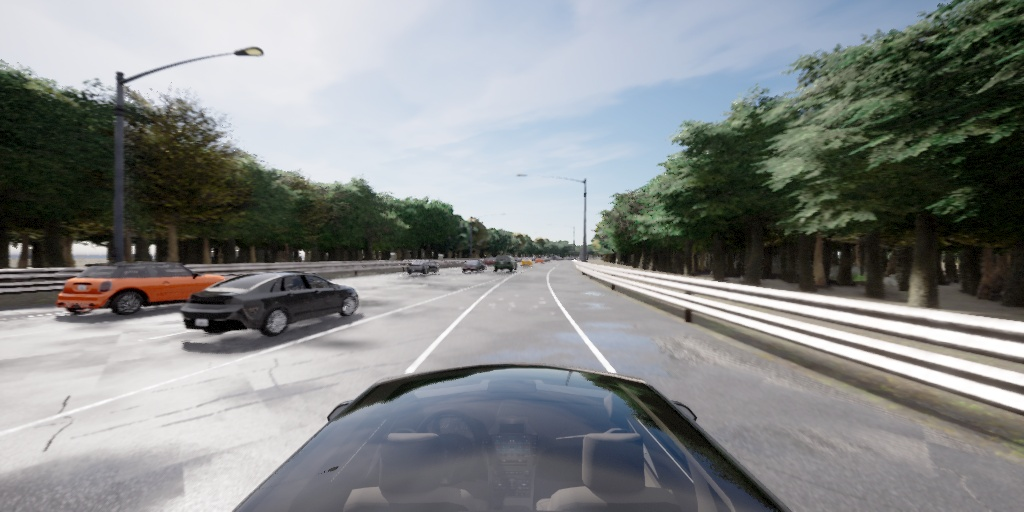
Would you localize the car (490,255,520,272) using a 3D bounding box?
[{"bbox_3d":[-0.765,0.956,44.717,2.150,2.045,5.566,0,0,9],"label":"car"}]

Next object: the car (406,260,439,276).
[{"bbox_3d":[-9.110,1.179,36.894,2.128,1.511,4.902,0,0,9],"label":"car"}]

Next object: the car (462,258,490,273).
[{"bbox_3d":[-4.549,1.258,43.244,2.033,1.411,5.357,0,0,9],"label":"car"}]

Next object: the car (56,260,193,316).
[{"bbox_3d":[-12.916,1.002,13.155,2.097,1.767,4.553,0,0,9],"label":"car"}]

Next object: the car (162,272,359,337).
[{"bbox_3d":[-6.313,1.196,10.133,1.837,1.490,4.892,0,0,9],"label":"car"}]
